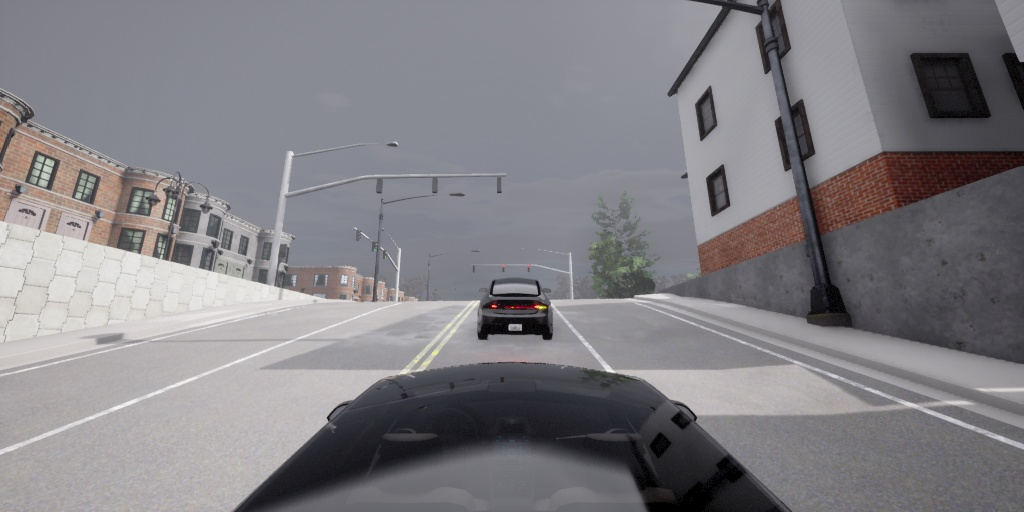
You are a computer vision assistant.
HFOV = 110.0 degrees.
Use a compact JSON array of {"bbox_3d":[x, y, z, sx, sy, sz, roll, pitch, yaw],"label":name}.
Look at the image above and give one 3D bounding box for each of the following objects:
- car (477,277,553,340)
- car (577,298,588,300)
[{"bbox_3d":[0.089,1.352,10.353,1.837,1.490,4.892,0,0,0],"label":"car"},{"bbox_3d":[6.365,4.686,33.129,4.674,1.442,1.812,-4,-14,16],"label":"car"}]
